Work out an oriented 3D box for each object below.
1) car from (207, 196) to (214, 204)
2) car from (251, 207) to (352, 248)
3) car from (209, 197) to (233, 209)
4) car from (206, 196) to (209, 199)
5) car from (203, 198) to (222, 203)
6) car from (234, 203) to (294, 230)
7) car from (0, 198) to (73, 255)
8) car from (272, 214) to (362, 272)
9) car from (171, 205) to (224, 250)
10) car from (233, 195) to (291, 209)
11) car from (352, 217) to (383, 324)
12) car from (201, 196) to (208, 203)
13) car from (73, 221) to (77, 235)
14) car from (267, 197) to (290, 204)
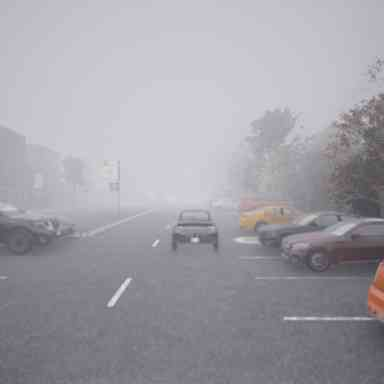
[{"bbox_3d":[5.159,1.803,50.144,5.008,1.535,2.097,0,-1,0],"label":"car"},{"bbox_3d":[5.101,1.498,12.943,5.008,1.535,2.097,0,0,0],"label":"car"},{"bbox_3d":[5.146,1.815,46.995,4.674,1.452,2.002,0,-1,0],"label":"car"},{"bbox_3d":[5.160,1.902,56.692,4.674,1.452,2.002,0,-1,0],"label":"car"},{"bbox_3d":[5.163,2.149,84.197,4.674,1.452,2.002,0,-1,0],"label":"car"},{"bbox_3d":[5.098,1.527,18.511,5.008,1.535,2.097,0,0,0],"label":"car"},{"bbox_3d":[-7.955,1.247,12.966,5.566,2.045,2.435,0,0,0],"label":"car"},{"bbox_3d":[5.094,1.529,10.156,4.674,1.452,2.002,0,0,0],"label":"car"},{"bbox_3d":[0.114,1.518,14.344,2.128,1.511,4.902,0,0,0],"label":"car"},{"bbox_3d":[7.324,1.356,32.872,5.566,2.045,2.150,-1,-2,-13],"label":"car"},{"bbox_3d":[5.056,1.354,4.588,4.553,1.767,2.185,0,0,0],"label":"car"},{"bbox_3d":[5.231,1.953,81.029,4.553,1.767,2.185,0,-1,0],"label":"car"},{"bbox_3d":[-7.986,1.513,15.766,4.892,1.521,2.231,0,0,0],"label":"car"},{"bbox_3d":[18.008,1.757,69.384,4.181,1.385,1.994,-1,-3,-1],"label":"car"}]
